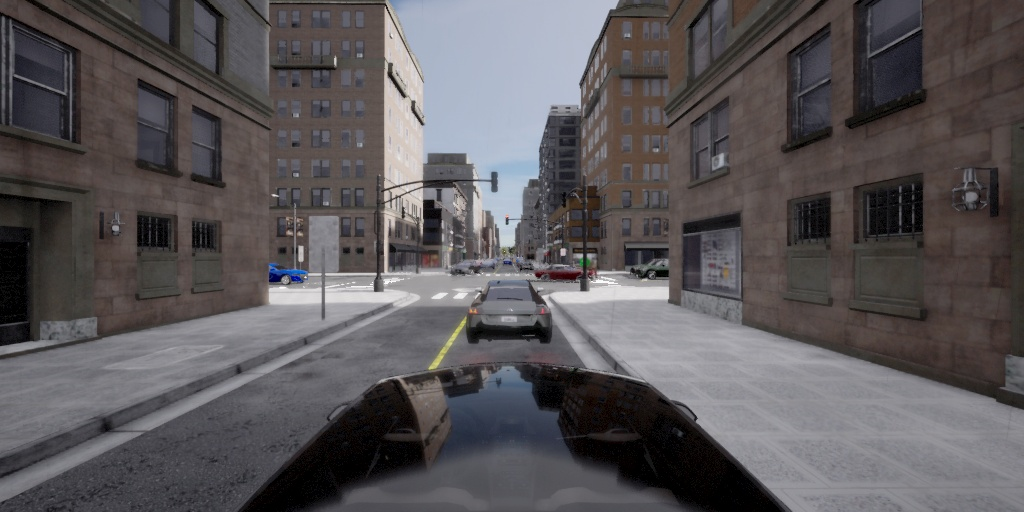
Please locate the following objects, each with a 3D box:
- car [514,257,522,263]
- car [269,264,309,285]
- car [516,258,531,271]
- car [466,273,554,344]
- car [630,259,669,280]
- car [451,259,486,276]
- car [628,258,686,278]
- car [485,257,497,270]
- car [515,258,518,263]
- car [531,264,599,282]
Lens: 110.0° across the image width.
[{"bbox_3d":[1.764,1.395,65.240,1.948,1.339,4.313,0,0,0],"label":"car"},{"bbox_3d":[-17.584,1.291,26.219,5.008,1.535,1.882,0,0,1],"label":"car"},{"bbox_3d":[1.899,1.362,48.708,1.948,1.339,4.313,0,0,0],"label":"car"},{"bbox_3d":[-0.071,1.315,9.636,1.994,1.385,4.181,0,0,0],"label":"car"},{"bbox_3d":[12.729,1.052,30.076,4.553,1.767,2.097,0,0,-1],"label":"car"},{"bbox_3d":[-4.671,1.341,37.287,1.994,1.385,4.181,0,0,18],"label":"car"},{"bbox_3d":[13.377,1.056,33.336,4.553,1.767,2.097,0,0,-1],"label":"car"},{"bbox_3d":[-3.625,1.332,54.036,1.812,1.442,4.674,0,0,0],"label":"car"},{"bbox_3d":[1.809,1.399,59.730,1.802,1.307,4.207,0,0,0],"label":"car"},{"bbox_3d":[4.180,1.333,27.550,4.718,1.301,1.895,0,0,29],"label":"car"}]
